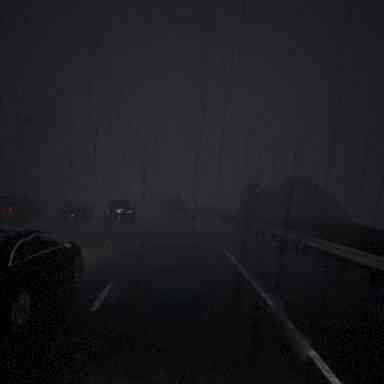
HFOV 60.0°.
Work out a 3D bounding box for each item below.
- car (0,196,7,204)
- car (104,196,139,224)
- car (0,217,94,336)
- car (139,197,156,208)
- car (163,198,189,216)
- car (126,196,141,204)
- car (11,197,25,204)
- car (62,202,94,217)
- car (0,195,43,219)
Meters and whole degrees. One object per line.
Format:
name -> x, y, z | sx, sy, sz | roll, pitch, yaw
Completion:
car -> -38.695, 1.611, 66.958 | 2.033, 1.411, 5.357 | 0, 0, -22
car -> -5.306, 1.366, 25.008 | 2.097, 1.767, 4.553 | 0, 0, -8
car -> -3.654, 1.499, 6.633 | 2.128, 1.511, 4.902 | 0, 0, -2
car -> -6.560, 1.500, 49.578 | 1.882, 1.535, 5.008 | 0, 0, -16
car -> -1.650, 1.362, 32.327 | 2.097, 1.767, 4.553 | 0, 0, -10
car -> -11.541, 1.516, 65.399 | 1.882, 1.535, 5.008 | 0, 0, -21
car -> -34.297, 1.618, 65.580 | 1.994, 1.385, 4.181 | 0, 0, -22
car -> -9.066, 1.512, 26.670 | 2.128, 1.511, 4.902 | 0, 0, -8
car -> -12.010, 1.245, 22.635 | 2.150, 2.045, 5.566 | 0, 0, -7
